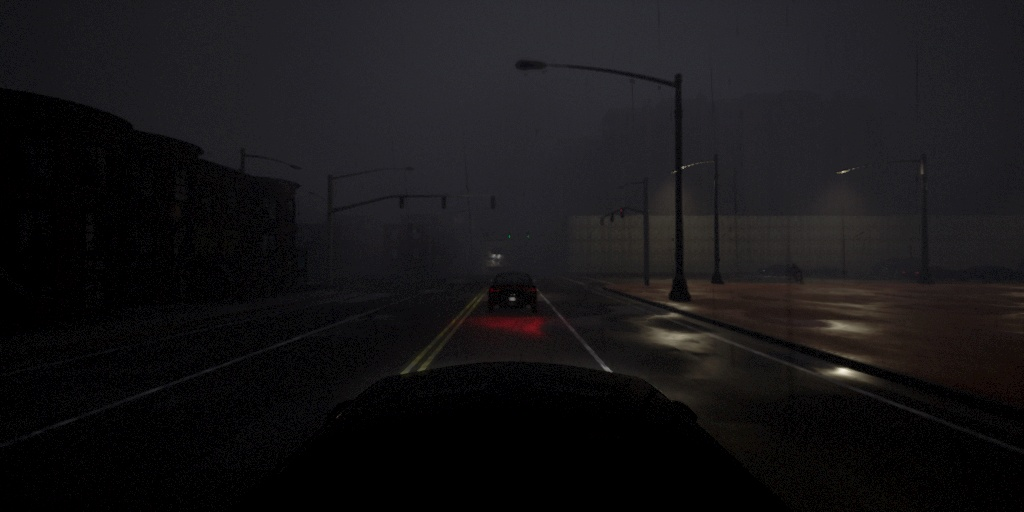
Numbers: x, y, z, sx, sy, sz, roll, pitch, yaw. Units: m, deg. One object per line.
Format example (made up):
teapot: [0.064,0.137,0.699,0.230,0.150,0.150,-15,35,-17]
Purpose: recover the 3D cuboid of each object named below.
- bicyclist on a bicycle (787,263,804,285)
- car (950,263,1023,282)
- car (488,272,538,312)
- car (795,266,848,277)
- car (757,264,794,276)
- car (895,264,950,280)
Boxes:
bicyclist on a bicycle: [21.749,1.385,27.540,0.582,1.620,1.656,0,-1,0]
car: [44.680,1.638,33.321,5.008,1.535,1.882,0,-1,1]
car: [0.045,1.401,15.193,1.882,1.535,5.008,0,-1,0]
car: [38.071,1.898,43.956,4.718,1.301,1.895,0,-1,0]
car: [35.190,1.846,47.461,4.892,1.490,1.837,0,-1,0]
car: [43.441,1.753,36.838,5.357,1.411,2.033,0,-1,1]
